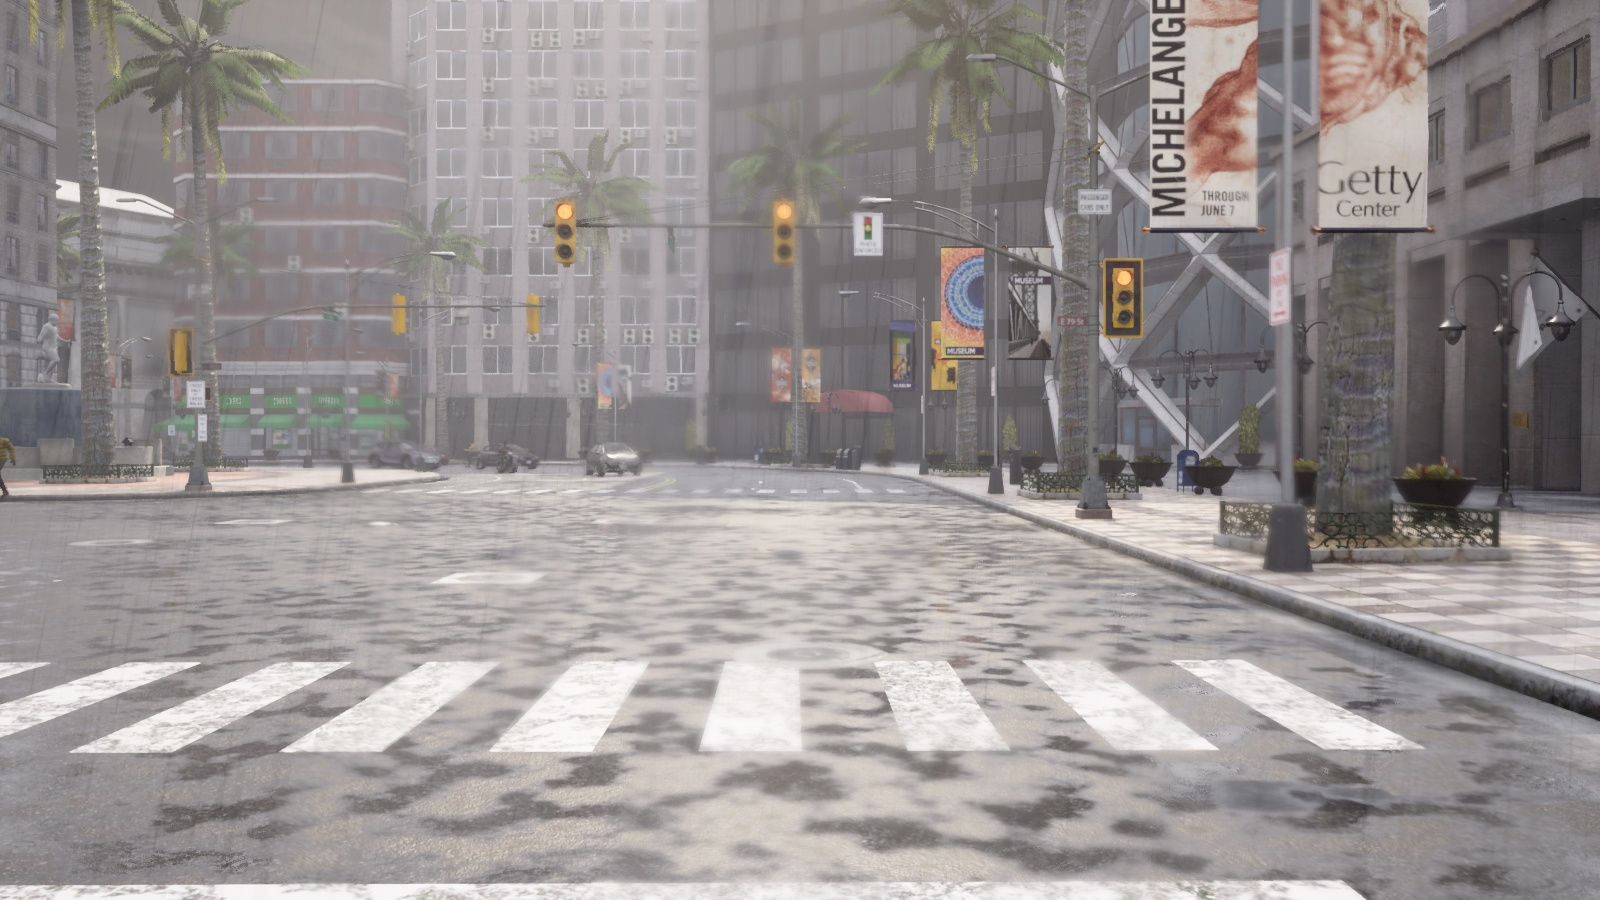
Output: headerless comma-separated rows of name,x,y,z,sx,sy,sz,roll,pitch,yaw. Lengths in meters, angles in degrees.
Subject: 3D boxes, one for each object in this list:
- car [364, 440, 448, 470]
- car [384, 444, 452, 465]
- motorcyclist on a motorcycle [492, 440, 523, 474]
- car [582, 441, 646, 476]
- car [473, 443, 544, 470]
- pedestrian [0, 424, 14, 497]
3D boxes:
car,-22.105,0.261,70.398,4.856,1.649,2.033,0,0,36
car,-25.791,0.311,84.782,4.181,1.385,1.994,0,0,26
motorcyclist on a motorcycle,-14.385,0.337,61.745,0.766,1.649,2.350,-1,1,-32
car,-8.535,0.363,57.317,2.007,1.525,4.514,0,0,-21
car,-16.240,0.353,69.859,4.193,1.474,1.816,0,0,43
pedestrian,-20.367,0.255,31.822,0.431,1.840,0.709,0,0,-1
